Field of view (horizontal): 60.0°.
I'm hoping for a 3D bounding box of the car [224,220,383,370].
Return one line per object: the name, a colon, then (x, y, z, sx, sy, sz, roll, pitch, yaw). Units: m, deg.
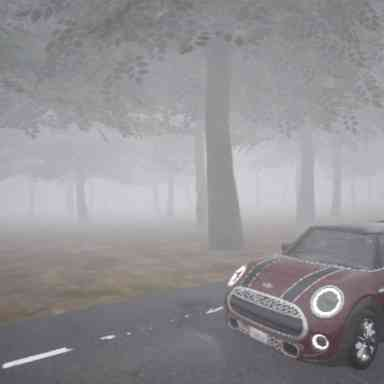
car: (2.725, 1.340, 5.812, 4.553, 1.767, 2.097, 0, 0, -35)
